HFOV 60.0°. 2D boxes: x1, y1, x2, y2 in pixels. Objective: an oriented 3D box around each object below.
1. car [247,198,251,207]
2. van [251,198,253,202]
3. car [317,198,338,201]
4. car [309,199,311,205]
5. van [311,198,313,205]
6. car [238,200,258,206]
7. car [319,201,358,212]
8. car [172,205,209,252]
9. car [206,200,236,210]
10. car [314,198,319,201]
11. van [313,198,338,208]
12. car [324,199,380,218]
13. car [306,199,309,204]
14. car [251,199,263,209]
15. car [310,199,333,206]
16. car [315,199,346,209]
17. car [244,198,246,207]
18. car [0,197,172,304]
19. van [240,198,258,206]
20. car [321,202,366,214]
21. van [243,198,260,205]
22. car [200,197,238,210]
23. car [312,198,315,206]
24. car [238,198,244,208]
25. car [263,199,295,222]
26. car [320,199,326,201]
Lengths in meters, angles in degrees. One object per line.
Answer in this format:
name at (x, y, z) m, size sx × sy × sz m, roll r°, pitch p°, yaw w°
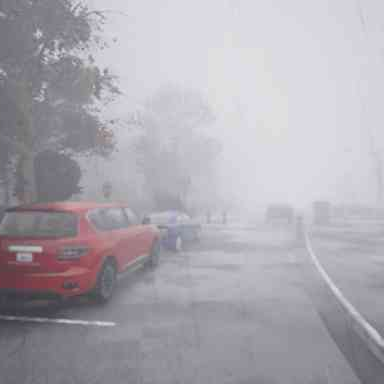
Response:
car at (9.256, 2.421, 69.857) m, size 4.892 × 1.521 × 2.231 m, roll -1°, pitch -1°, yaw -2°
van at (10.912, 2.305, 75.469) m, size 4.442 × 1.987 × 1.878 m, roll -1°, pitch -1°, yaw -2°
car at (20.184, 1.991, 44.879) m, size 5.366 × 1.575 × 1.946 m, roll 1°, pitch -1°, yaw -2°
car at (27.098, 2.396, 67.233) m, size 5.008 × 1.535 × 2.097 m, roll 1°, pitch -1°, yaw -2°
van at (26.104, 2.114, 64.429) m, size 4.442 × 1.987 × 1.878 m, roll 1°, pitch -1°, yaw -2°
car at (14.593, 2.803, 86.697) m, size 4.674 × 1.452 × 2.002 m, roll -1°, pitch -2°, yaw -2°
car at (20.889, 2.081, 47.659) m, size 4.674 × 1.452 × 2.002 m, roll 1°, pitch 0°, yaw -2°
car at (-0.996, 1.536, 14.320) m, size 2.097 × 1.535 × 5.008 m, roll 0°, pitch 0°, yaw 16°
car at (4.763, 2.197, 55.826) m, size 4.792 × 1.488 × 2.163 m, roll -1°, pitch -1°, yaw -2°
car at (21.784, 2.091, 50.450) m, size 4.892 × 1.521 × 2.231 m, roll 1°, pitch -1°, yaw -2°
van at (28.112, 2.227, 70.039) m, size 4.442 × 1.987 × 1.878 m, roll 1°, pitch -1°, yaw -2°
car at (16.445, 1.794, 33.687) m, size 4.892 × 1.521 × 2.231 m, roll 1°, pitch -1°, yaw -2°
car at (30.688, 2.373, 78.420) m, size 5.566 × 2.045 × 2.435 m, roll 1°, pitch -1°, yaw -2°
car at (12.006, 2.319, 57.554) m, size 1.895 × 1.301 × 4.718 m, roll 0°, pitch -1°, yaw 18°
car at (31.579, 2.557, 81.201) m, size 4.553 × 1.767 × 2.185 m, roll 1°, pitch -1°, yaw -2°
car at (24.473, 2.114, 58.843) m, size 4.553 × 1.767 × 2.185 m, roll 1°, pitch -1°, yaw -2°
car at (7.437, 2.347, 64.246) m, size 4.792 × 1.488 × 2.163 m, roll -1°, pitch -1°, yaw -2°
car at (-2.464, 1.252, 8.509) m, size 2.435 × 2.045 × 5.566 m, roll 0°, pitch 0°, yaw 11°
van at (15.369, 2.601, 89.494) m, size 4.442 × 1.987 × 1.878 m, roll -1°, pitch -1°, yaw -2°
car at (19.113, 1.982, 42.067) m, size 4.674 × 1.452 × 2.002 m, roll 1°, pitch 0°, yaw -2°
van at (16.494, 2.662, 92.319) m, size 4.442 × 1.987 × 1.878 m, roll -1°, pitch -2°, yaw -2°
car at (3.926, 1.866, 53.036) m, size 5.566 × 2.045 × 2.435 m, roll -1°, pitch -2°, yaw -2°
car at (23.558, 2.190, 56.047) m, size 4.892 × 1.521 × 2.231 m, roll 1°, pitch -1°, yaw -2°
car at (6.603, 2.140, 61.447) m, size 4.553 × 1.767 × 2.185 m, roll -1°, pitch -1°, yaw -2°
car at (7.393, 1.589, 27.624) m, size 1.882 × 1.535 × 5.008 m, roll 0°, pitch -1°, yaw 20°
car at (18.230, 1.893, 39.271) m, size 4.892 × 1.521 × 2.231 m, roll 1°, pitch 0°, yaw -2°
